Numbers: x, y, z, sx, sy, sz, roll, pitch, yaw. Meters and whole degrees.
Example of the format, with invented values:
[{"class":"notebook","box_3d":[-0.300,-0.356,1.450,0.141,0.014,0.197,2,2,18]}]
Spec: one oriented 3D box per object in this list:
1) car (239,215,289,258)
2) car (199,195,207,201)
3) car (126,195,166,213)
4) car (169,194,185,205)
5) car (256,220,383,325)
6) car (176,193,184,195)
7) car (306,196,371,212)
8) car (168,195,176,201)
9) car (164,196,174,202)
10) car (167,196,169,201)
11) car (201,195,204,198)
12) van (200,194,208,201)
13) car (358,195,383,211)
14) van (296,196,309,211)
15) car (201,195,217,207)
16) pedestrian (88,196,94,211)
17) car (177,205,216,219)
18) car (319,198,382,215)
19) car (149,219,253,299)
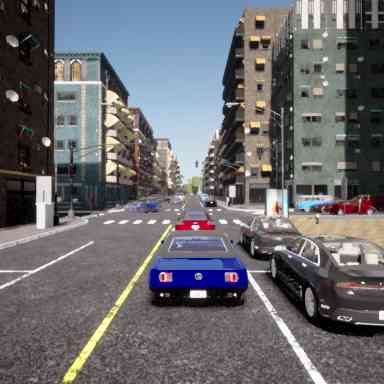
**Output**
[{"class":"car","box_3d":[2.872,1.555,12.568,2.008,1.369,4.403,1,0,0]},{"class":"car","box_3d":[2.999,1.582,89.758,1.887,1.381,4.507,1,0,0]},{"class":"car","box_3d":[-5.499,1.457,38.402,2.097,1.767,4.553,-1,0,32]},{"class":"car","box_3d":[-2.875,1.570,60.216,2.033,1.411,5.357,0,0,0]},{"class":"car","box_3d":[2.854,1.553,6.998,2.008,1.369,4.403,1,0,0]},{"class":"car","box_3d":[-2.752,1.255,74.906,2.150,2.045,5.566,0,0,0]},{"class":"car","box_3d":[15.289,1.453,34.946,5.357,1.411,2.033,0,-1,1]},{"class":"car","box_3d":[-5.381,1.603,89.826,1.947,1.339,4.313,1,0,0]},{"class":"car","box_3d":[-5.418,1.597,78.684,1.947,1.339,4.313,1,0,0]},{"class":"car","box_3d":[-5.492,1.566,56.400,1.887,1.381,4.507,1,0,0]},{"class":"car","box_3d":[2.888,1.603,56.332,1.802,1.307,4.206,1,0,0]},{"class":"van","box_3d":[2.965,1.373,78.618,1.690,1.788,3.998,1,0,0]},{"class":"car","box_3d":[19.415,1.228,37.487,5.009,1.841,2.192,0,0,1]},{"class":"van","box_3d":[13.888,1.296,37.544,3.998,1.788,1.690,0,0,1]},{"class":"car","box_3d":[2.869,1.585,50.761,1.947,1.339,4.313,1,0,0]},{"class":"pedestrian","box_3d":[-12.393,1.347,40.777,0.375,1.860,0.375,0,0,1]},{"class":"car","box_3d":[0.152,1.570,17.249,1.994,1.385,4.181,0,0,0]},{"class":"car","box_3d":[13.800,1.413,29.163,4.206,1.307,1.802,0,0,1]},{"class":"car","box_3d":[0.127,1.603,8.386,1.895,1.301,4.718,0,0,0]}]
